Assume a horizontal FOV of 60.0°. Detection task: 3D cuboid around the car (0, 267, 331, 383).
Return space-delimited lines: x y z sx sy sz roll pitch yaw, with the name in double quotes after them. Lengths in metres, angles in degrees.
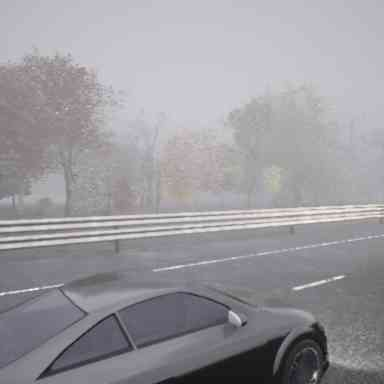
-0.399 1.567 3.587 4.181 1.385 1.994 0 0 -35 "car"
